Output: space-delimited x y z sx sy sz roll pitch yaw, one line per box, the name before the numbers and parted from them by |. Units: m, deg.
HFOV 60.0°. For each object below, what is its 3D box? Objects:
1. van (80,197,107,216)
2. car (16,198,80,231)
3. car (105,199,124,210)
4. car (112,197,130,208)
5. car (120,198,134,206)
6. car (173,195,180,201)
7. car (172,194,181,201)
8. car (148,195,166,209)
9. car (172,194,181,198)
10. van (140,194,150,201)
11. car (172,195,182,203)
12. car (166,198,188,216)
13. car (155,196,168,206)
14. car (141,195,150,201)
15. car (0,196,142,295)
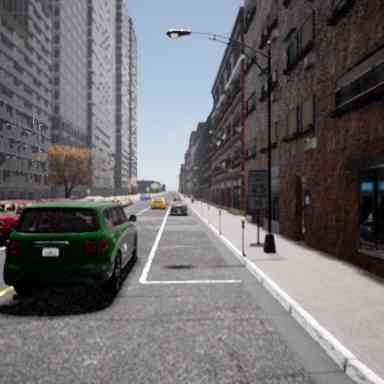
van | -9.693 1.380 32.956 1.690 1.788 3.998 1 0 -3
car | -9.126 1.342 21.677 2.192 1.841 5.009 0 0 -3
car | -10.263 1.629 44.235 1.802 1.307 4.206 1 0 -3
car | -10.539 1.574 49.704 1.752 1.417 4.829 1 0 -3
car | -10.832 1.632 55.513 1.802 1.307 4.206 1 0 -3
car | -4.166 1.593 89.794 1.887 1.381 4.507 1 0 -3
car | -3.879 1.366 84.152 2.192 1.841 5.009 1 0 -3
car | -4.546 1.526 45.324 1.882 1.535 5.008 0 0 -3
car | -3.029 1.494 67.236 1.967 1.590 4.097 1 0 -3
van | -12.249 1.390 83.709 1.690 1.788 3.998 1 0 -3
car | -3.313 1.494 72.875 1.967 1.590 4.097 1 0 -3
car | -1.327 1.592 33.396 2.008 1.369 4.403 0 0 -3
car | -5.090 1.530 55.521 1.882 1.535 5.008 0 0 -2
car | -12.535 1.590 89.349 1.887 1.381 4.507 1 0 -3
car | -2.795 1.232 8.936 2.150 2.045 5.566 0 0 -3
